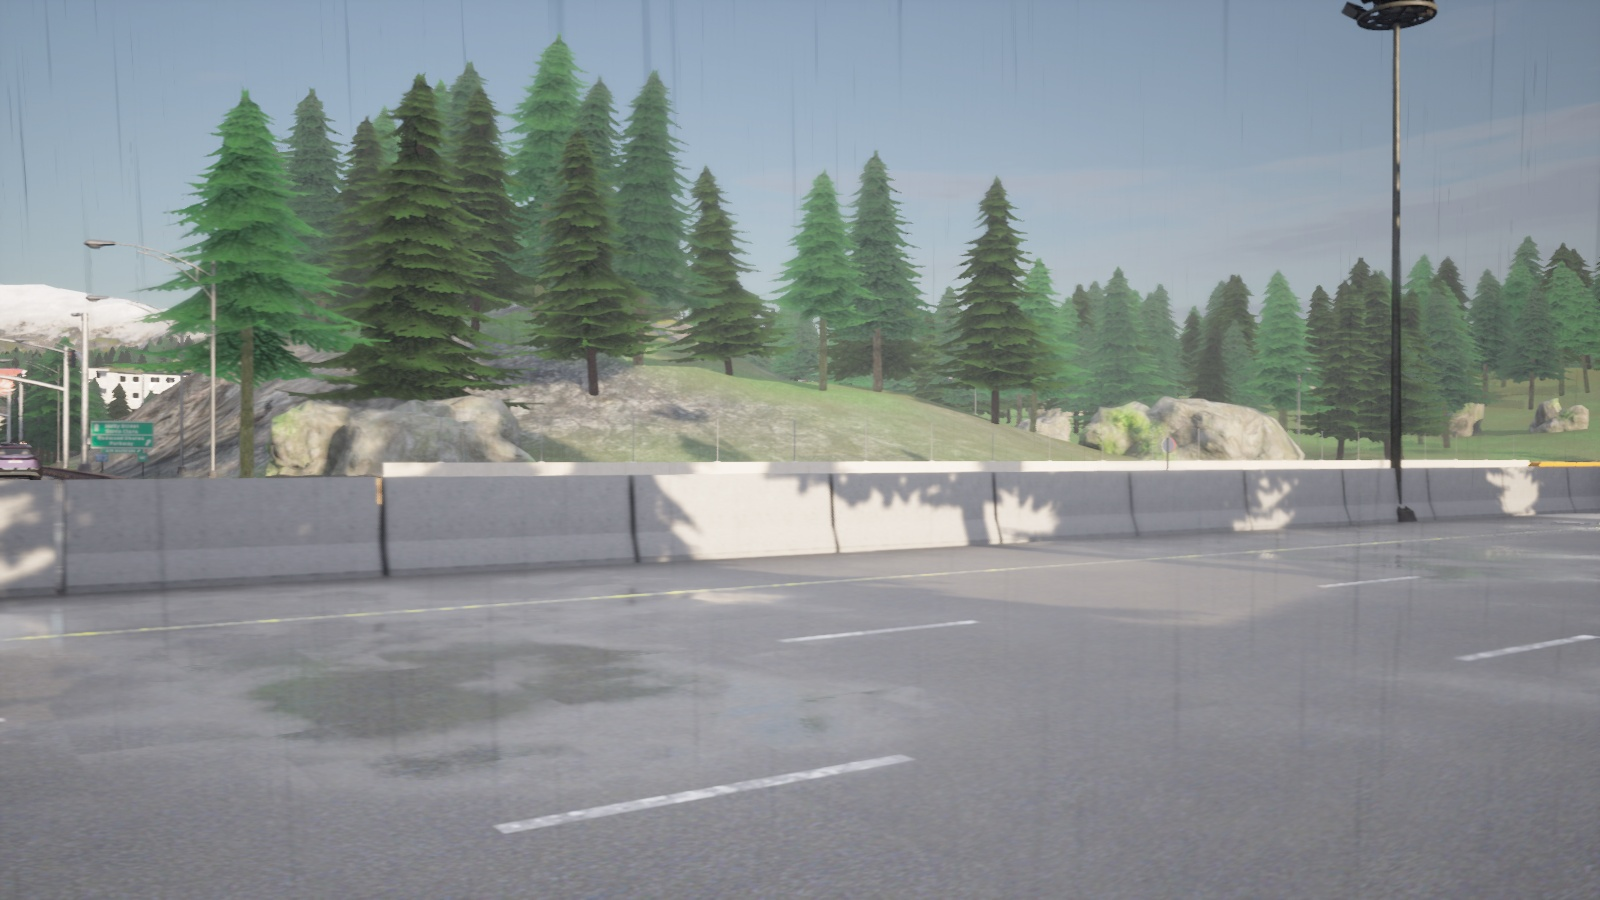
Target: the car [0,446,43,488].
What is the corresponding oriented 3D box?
[{"bbox_3d":[-32.339,0.674,51.433,2.033,1.649,4.856,0,0,-34],"label":"car"}]
